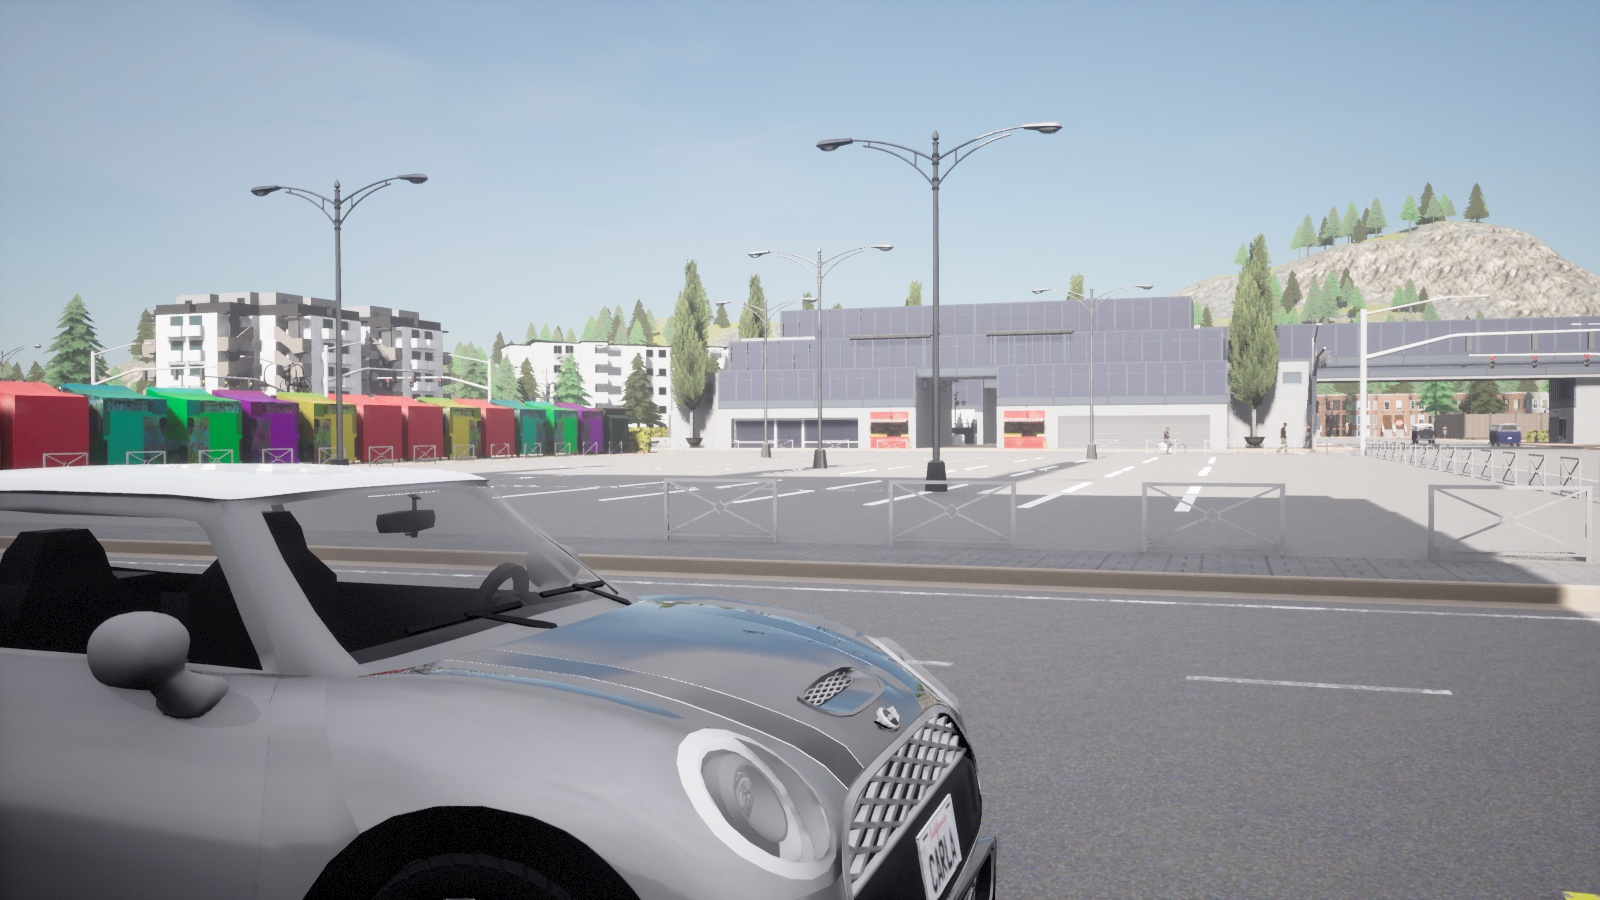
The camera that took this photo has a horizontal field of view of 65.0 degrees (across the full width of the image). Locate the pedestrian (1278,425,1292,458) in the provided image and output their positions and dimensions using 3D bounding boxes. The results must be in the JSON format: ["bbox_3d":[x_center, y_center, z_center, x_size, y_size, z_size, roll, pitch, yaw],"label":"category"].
[{"bbox_3d":[26.815,-0.470,69.411,0.703,1.840,0.431,1,1,18],"label":"pedestrian"}]

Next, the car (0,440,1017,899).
[{"bbox_3d":[-1.428,0.728,3.672,3.806,1.475,1.970,1,1,18],"label":"car"}]
